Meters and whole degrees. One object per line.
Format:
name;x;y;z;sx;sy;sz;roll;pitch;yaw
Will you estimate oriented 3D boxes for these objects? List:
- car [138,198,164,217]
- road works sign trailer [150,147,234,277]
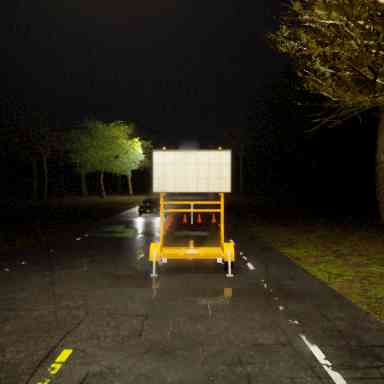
car;-3.502;1.289;28.891;1.837;1.490;4.892;0;1;0
road works sign trailer;0.000;0.433;10.157;2.380;3.560;2.880;0;0;0
